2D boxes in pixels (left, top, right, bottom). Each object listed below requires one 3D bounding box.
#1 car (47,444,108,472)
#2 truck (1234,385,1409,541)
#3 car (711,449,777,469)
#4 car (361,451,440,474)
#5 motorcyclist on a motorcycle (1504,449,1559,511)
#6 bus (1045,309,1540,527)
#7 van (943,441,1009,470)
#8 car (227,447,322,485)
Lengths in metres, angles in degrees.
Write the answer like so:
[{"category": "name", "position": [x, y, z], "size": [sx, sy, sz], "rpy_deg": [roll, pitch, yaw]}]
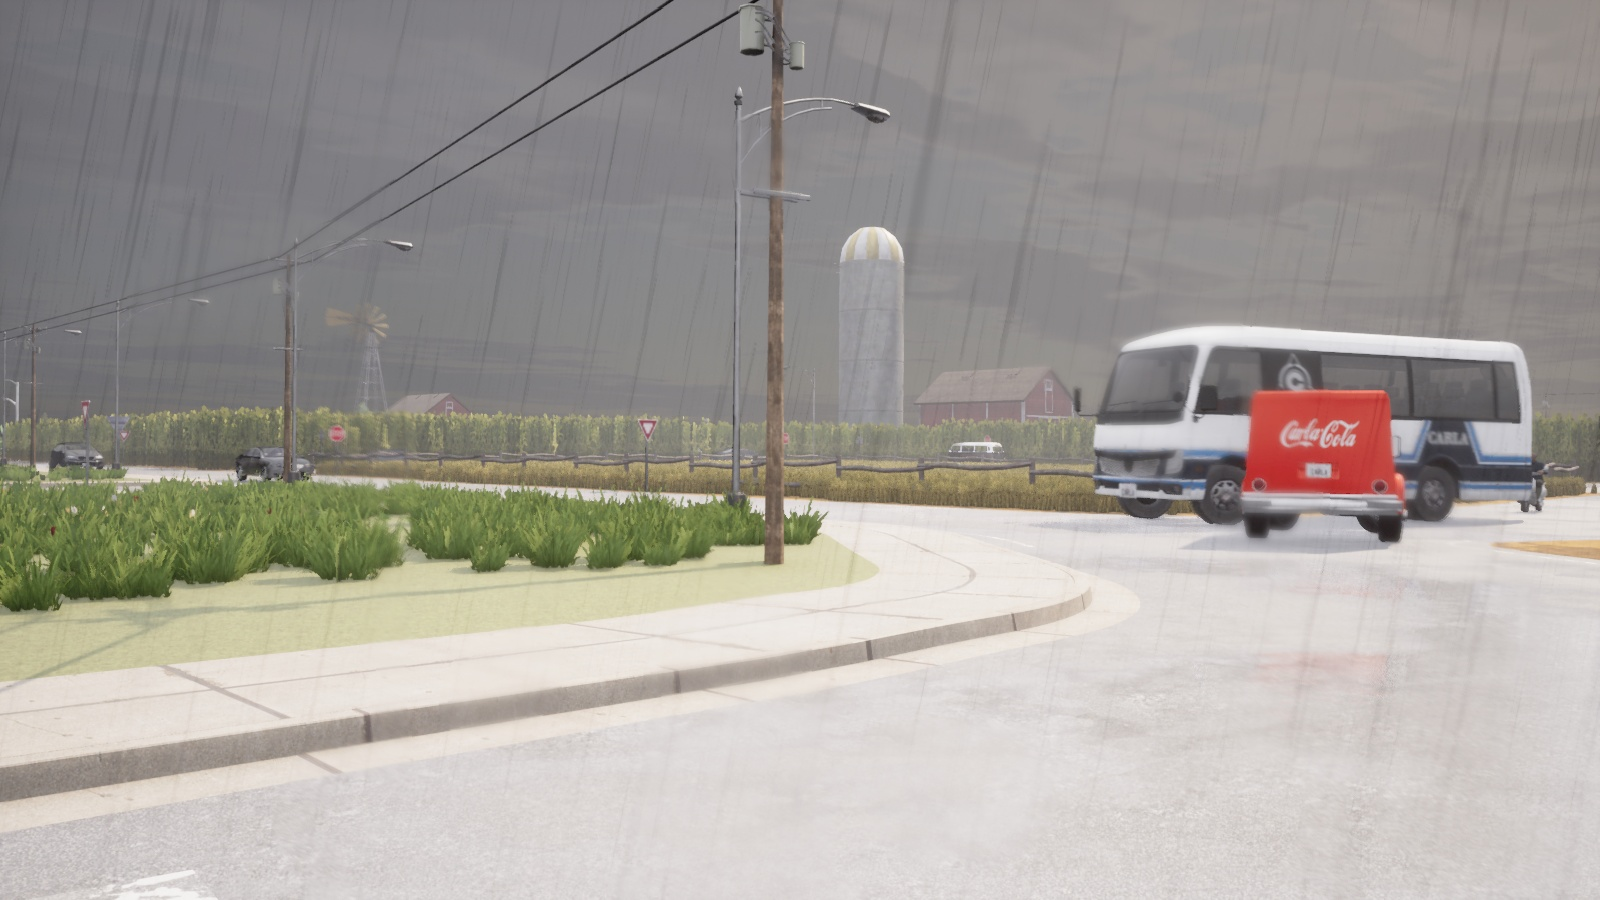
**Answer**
[{"category": "car", "position": [-44.142, 0.480, 76.670], "size": [2.242, 1.667, 4.611], "rpy_deg": [0, 0, -43]}, {"category": "truck", "position": [9.531, 0.270, 22.739], "size": [2.627, 2.467, 5.204], "rpy_deg": [0, -1, 25]}, {"category": "car", "position": [-4.252, 0.676, 95.444], "size": [4.892, 1.490, 1.837], "rpy_deg": [0, 0, -41]}, {"category": "car", "position": [-24.431, 0.765, 76.836], "size": [4.181, 1.385, 1.994], "rpy_deg": [0, 0, -45]}, {"category": "motorcyclist on a motorcycle", "position": [19.503, 0.781, 33.455], "size": [0.866, 1.590, 1.817], "rpy_deg": [0, 0, 44]}, {"category": "bus", "position": [11.051, -0.582, 28.222], "size": [10.273, 4.253, 3.944], "rpy_deg": [1, 0, -20]}, {"category": "van", "position": [12.970, 0.393, 92.609], "size": [2.069, 2.038, 4.480], "rpy_deg": [0, 1, -42]}, {"category": "car", "position": [-22.298, 0.654, 53.195], "size": [2.128, 1.511, 4.902], "rpy_deg": [0, 0, -43]}]
